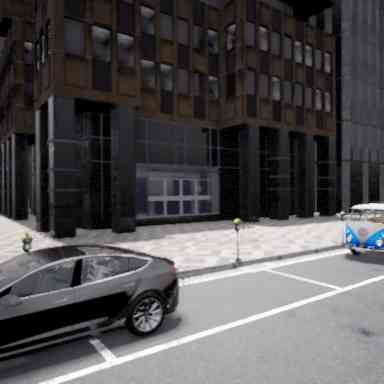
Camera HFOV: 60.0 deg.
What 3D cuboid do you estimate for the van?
[{"bbox_3d":[6.988,1.285,11.635,3.998,1.788,1.690,0,0,-35],"label":"van"}]

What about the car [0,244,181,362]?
[{"bbox_3d":[-2.189,1.561,5.090,4.313,1.339,1.947,0,0,-35],"label":"car"}]
